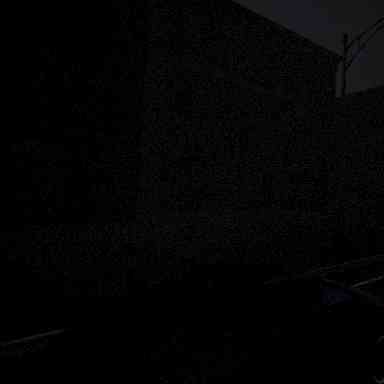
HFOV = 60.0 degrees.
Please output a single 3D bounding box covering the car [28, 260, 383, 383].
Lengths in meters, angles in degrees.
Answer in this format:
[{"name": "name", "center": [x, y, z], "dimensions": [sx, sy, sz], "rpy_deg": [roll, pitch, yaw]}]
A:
[{"name": "car", "center": [0.488, 1.549, 3.704], "dimensions": [4.181, 1.385, 1.994], "rpy_deg": [-1, 0, -35]}]
